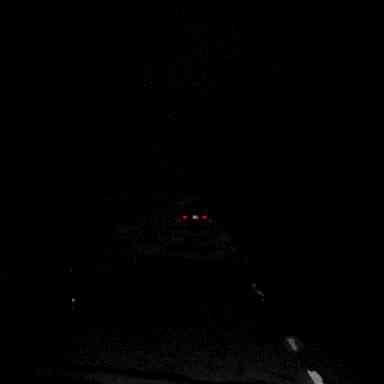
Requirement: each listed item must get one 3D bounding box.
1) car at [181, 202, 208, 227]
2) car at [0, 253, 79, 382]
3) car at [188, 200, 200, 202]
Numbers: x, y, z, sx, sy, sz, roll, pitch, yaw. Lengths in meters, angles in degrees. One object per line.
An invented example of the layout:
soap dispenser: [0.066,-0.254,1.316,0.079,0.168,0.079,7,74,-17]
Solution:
car: [0.179,1.653,23.405,2.033,1.411,5.357,0,0,0]
car: [-3.085,1.583,4.476,1.994,1.385,4.181,0,0,0]
car: [0.240,1.682,41.696,1.882,1.535,5.008,0,-1,0]
